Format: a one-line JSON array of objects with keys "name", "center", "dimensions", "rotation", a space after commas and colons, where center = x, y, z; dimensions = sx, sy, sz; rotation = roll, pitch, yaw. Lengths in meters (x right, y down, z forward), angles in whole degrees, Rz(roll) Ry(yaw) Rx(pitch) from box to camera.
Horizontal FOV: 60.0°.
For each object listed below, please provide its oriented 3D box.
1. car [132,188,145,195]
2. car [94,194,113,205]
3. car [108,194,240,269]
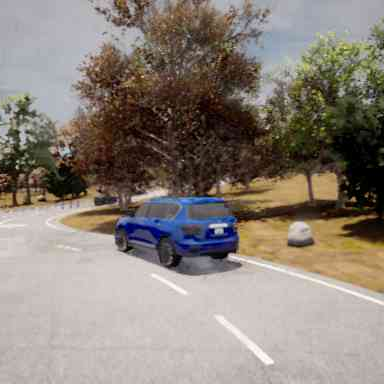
[{"name": "car", "center": [-10.534, -0.006, 61.285], "dimensions": [2.128, 1.511, 4.902], "rotation": [-1, 5, 27]}, {"name": "car", "center": [-12.265, 0.999, 48.350], "dimensions": [1.837, 1.490, 4.892], "rotation": [-1, 3, 21]}, {"name": "car", "center": [-0.768, 1.220, 11.585], "dimensions": [2.150, 2.045, 5.566], "rotation": [0, 0, -35]}]
